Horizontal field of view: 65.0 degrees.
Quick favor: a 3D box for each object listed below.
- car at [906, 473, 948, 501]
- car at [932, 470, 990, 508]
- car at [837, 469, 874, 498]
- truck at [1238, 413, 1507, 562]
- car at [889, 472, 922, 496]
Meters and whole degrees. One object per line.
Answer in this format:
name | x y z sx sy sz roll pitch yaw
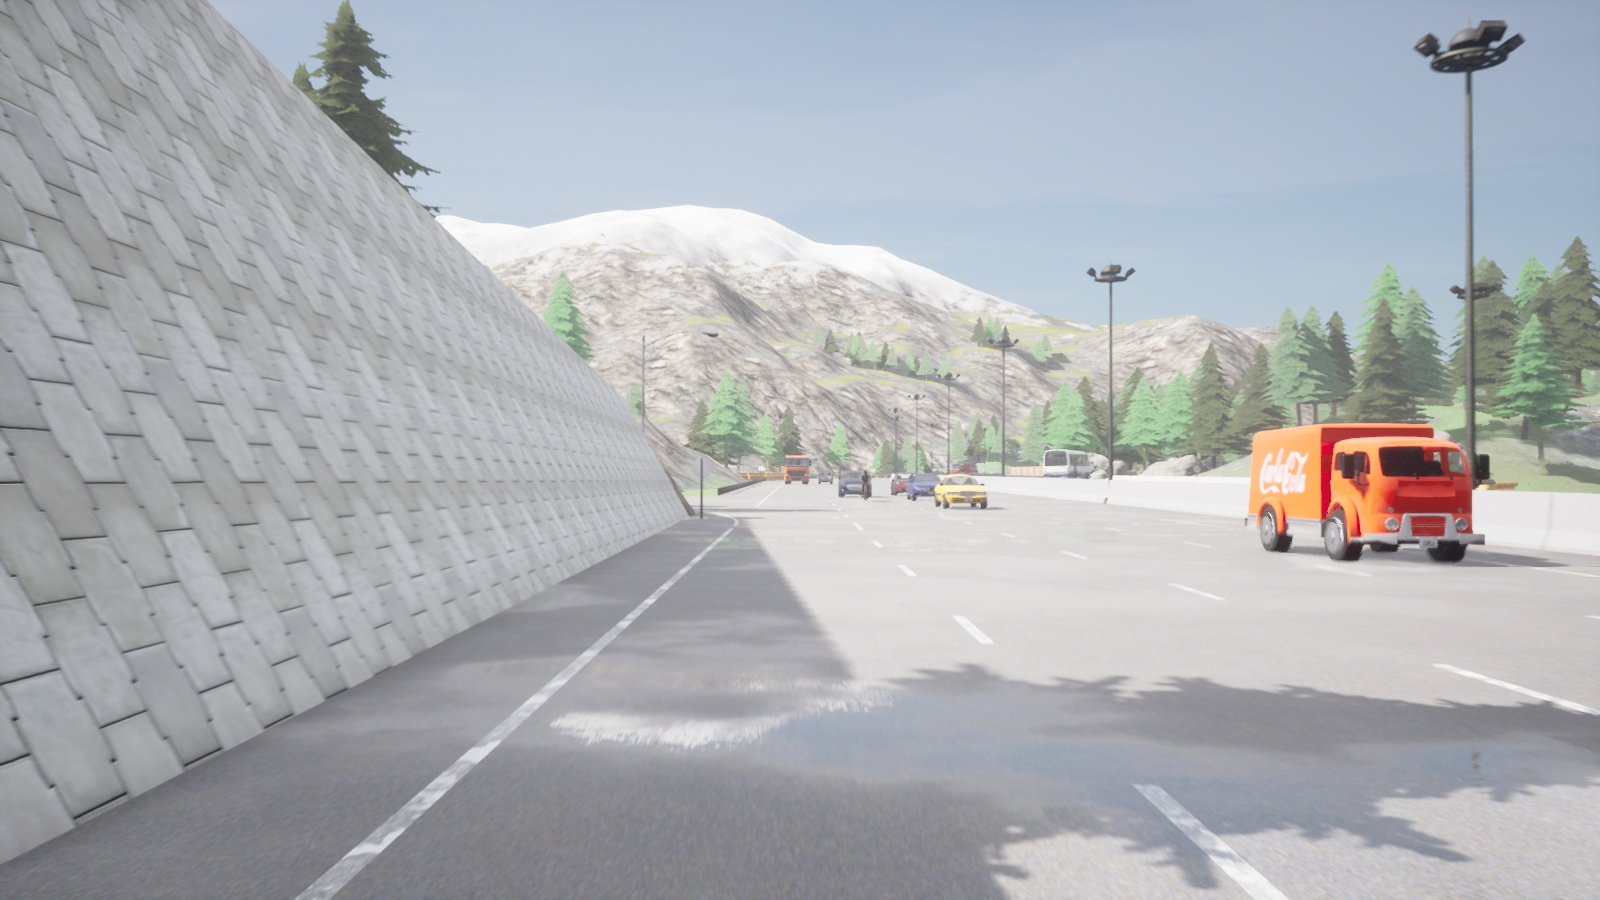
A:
car | 6.835 1.957 67.915 1.812 1.442 4.674 0 -1 0
car | 6.868 1.639 54.184 1.801 1.575 5.366 0 -1 0
car | 3.316 2.014 76.152 2.033 1.649 4.856 0 -1 0
truck | 10.441 0.687 23.537 2.627 2.467 5.204 0 -1 0
car | 6.803 2.166 81.178 1.845 1.501 3.633 0 -1 0
